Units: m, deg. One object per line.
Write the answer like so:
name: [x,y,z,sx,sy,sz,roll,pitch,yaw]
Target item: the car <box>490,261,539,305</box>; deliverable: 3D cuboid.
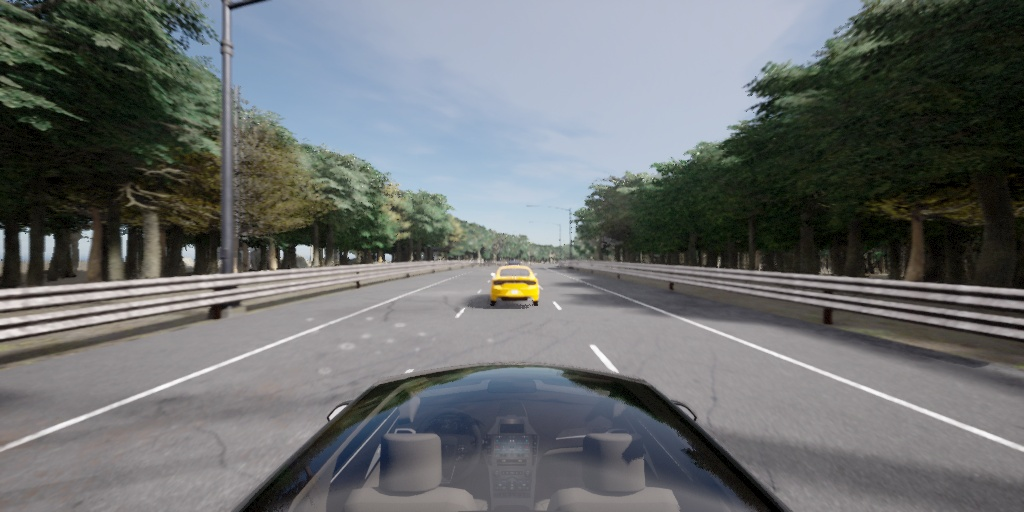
car: [0.100,1.156,15.549,1.882,1.535,5.008,0,0,0]
